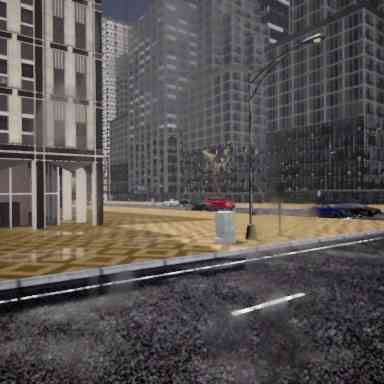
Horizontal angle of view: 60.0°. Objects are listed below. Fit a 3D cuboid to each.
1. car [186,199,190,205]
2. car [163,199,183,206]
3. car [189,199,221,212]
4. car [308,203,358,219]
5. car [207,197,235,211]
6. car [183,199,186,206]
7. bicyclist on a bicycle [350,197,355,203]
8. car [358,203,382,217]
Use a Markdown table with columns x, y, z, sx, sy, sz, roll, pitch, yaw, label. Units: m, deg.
| x | y | z | sx | sy | sz | roll | pitch | yaw | label |
| --- | --- | --- | --- | --- | --- | --- | --- | --- | --- |
| 1.304 | 2.290 | 61.971 | 1.994 | 1.385 | 4.181 | -1 | -1 | -35 | car |
| -4.378 | 2.236 | 69.890 | 1.812 | 1.442 | 4.674 | -1 | -1 | -35 | car |
| 1.891 | 2.187 | 49.647 | 1.994 | 1.385 | 4.181 | -1 | -1 | -35 | car |
| 13.645 | 1.867 | 33.038 | 1.994 | 1.385 | 4.181 | -1 | -1 | -35 | car |
| 4.235 | 1.823 | 51.953 | 2.150 | 2.045 | 5.566 | -1 | -1 | -35 | car |
| -1.726 | 2.207 | 71.769 | 2.128 | 1.511 | 4.902 | -1 | -1 | -35 | car |
| 21.996 | 1.559 | 45.642 | 1.656 | 1.620 | 0.582 | -1 | 0 | -35 | bicyclist on a bicycle |
| 16.605 | 1.812 | 34.481 | 2.033 | 1.411 | 5.357 | -1 | -1 | -35 | car |
